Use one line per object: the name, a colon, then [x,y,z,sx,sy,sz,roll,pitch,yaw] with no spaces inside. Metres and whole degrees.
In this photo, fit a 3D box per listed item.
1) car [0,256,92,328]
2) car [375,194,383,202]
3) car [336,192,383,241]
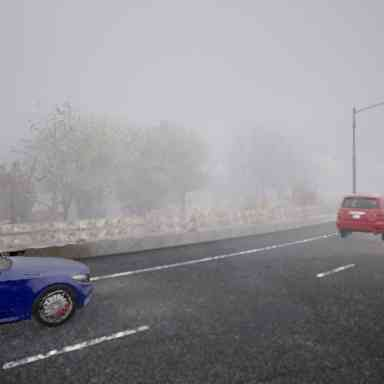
car: [-4.018,1.526,5.317,4.674,1.442,1.812,0,0,-35]
car: [36.259,1.114,62.691,1.882,1.535,5.008,0,0,14]
car: [9.143,1.165,16.536,2.150,2.045,5.566,0,0,45]
